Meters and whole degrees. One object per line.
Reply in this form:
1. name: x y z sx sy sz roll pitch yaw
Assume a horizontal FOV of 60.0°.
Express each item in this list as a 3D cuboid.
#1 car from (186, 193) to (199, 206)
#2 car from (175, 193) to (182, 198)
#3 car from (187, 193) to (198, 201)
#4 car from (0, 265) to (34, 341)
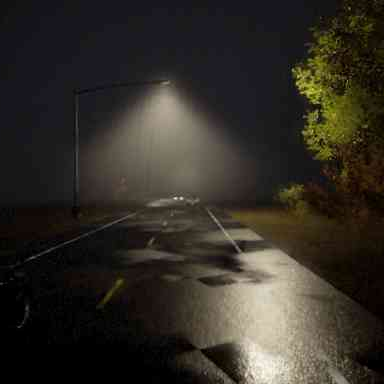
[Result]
1. car: 0.072 1.237 47.132 1.895 1.301 4.718 0 0 0
2. car: -3.554 0.911 89.359 1.895 1.301 4.718 0 0 0
3. car: 0.060 0.989 65.367 2.128 1.511 4.902 0 0 0
4. car: -3.602 1.534 3.792 1.994 1.385 4.181 0 0 0
